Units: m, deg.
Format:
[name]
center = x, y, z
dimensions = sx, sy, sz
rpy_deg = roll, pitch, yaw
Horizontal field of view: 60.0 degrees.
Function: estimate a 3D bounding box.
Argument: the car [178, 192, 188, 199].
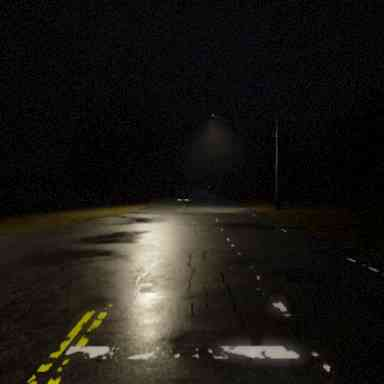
[car]
center = -1.964, 0.787, 72.433
dimensions = 1.882, 1.535, 5.008
rpy_deg = 0, 1, 3
